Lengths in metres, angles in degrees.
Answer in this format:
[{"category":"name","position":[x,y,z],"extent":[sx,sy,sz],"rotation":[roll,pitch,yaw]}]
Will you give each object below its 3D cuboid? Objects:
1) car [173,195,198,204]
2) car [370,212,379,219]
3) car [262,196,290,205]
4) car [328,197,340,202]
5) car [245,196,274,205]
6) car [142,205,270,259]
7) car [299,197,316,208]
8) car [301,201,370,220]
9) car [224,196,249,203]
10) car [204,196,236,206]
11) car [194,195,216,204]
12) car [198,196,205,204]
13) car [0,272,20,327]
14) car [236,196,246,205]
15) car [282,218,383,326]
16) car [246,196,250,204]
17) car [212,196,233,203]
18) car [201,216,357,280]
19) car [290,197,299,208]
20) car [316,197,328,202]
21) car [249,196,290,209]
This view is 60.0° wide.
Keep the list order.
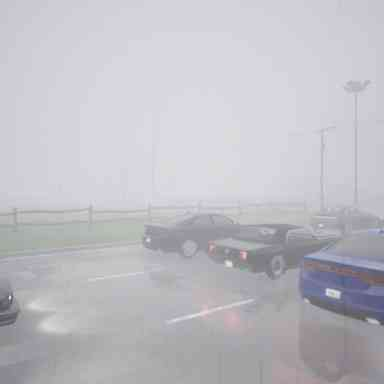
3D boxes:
[{"category":"car","position":[-1.479,1.363,60.656],"extent":[2.097,1.767,4.553],"rotation":[0,0,-36]},{"category":"car","position":[10.660,1.512,15.700],"extent":[4.892,1.490,1.837],"rotation":[0,0,-36]},{"category":"car","position":[15.439,1.508,61.253],"extent":[2.128,1.511,4.902],"rotation":[0,0,-36]},{"category":"car","position":[21.330,1.521,53.168],"extent":[1.837,1.490,4.892],"rotation":[0,0,-36]},{"category":"car","position":[12.056,1.506,59.938],"extent":[2.128,1.511,4.902],"rotation":[0,0,-36]},{"category":"car","position":[0.537,1.480,12.736],"extent":[5.008,1.535,1.882],"rotation":[0,0,-36]},{"category":"car","position":[15.295,1.505,49.555],"extent":[2.128,1.511,4.902],"rotation":[0,0,-36]},{"category":"car","position":[8.608,1.498,18.536],"extent":[4.902,1.511,2.128],"rotation":[0,0,-36]},{"category":"car","position":[9.267,1.556,69.809],"extent":[2.033,1.411,5.357],"rotation":[0,0,-36]},{"category":"car","position":[4.427,1.575,52.557],"extent":[1.994,1.385,4.181],"rotation":[0,0,-36]},{"category":"car","position":[2.543,1.491,67.092],"extent":[1.882,1.535,5.008],"rotation":[0,0,-36]},{"category":"car","position":[0.178,1.613,64.367],"extent":[1.895,1.301,4.718],"rotation":[0,0,-36]},{"category":"car","position":[-5.289,1.547,4.269],"extent":[5.357,1.411,2.033],"rotation":[0,0,-35]},{"category":"car","position":[6.248,1.517,56.004],"extent":[1.837,1.490,4.892],"rotation":[0,0,-36]},{"category":"car","position":[4.289,1.480,6.812],"extent":[5.008,1.535,1.882],"rotation":[0,0,-36]},{"category":"car","position":[9.332,1.519,57.718],"extent":[1.837,1.490,4.892],"rotation":[0,0,-36]},{"category":"car","position":[6.181,1.579,68.082],"extent":[1.994,1.385,4.181],"rotation":[0,0,-36]},{"category":"car","position":[2.786,1.604,10.042],"extent":[4.718,1.301,1.895],"rotation":[0,0,-35]},{"category":"car","position":[12.350,1.613,47.652],"extent":[1.895,1.301,4.718],"rotation":[0,0,-36]},{"category":"car","position":[18.064,1.541,51.717],"extent":[1.812,1.442,4.674],"rotation":[0,0,-36]},{"category":"car","position":[10.326,1.537,44.496],"extent":[1.812,1.442,4.674],"rotation":[0,0,-36]}]
